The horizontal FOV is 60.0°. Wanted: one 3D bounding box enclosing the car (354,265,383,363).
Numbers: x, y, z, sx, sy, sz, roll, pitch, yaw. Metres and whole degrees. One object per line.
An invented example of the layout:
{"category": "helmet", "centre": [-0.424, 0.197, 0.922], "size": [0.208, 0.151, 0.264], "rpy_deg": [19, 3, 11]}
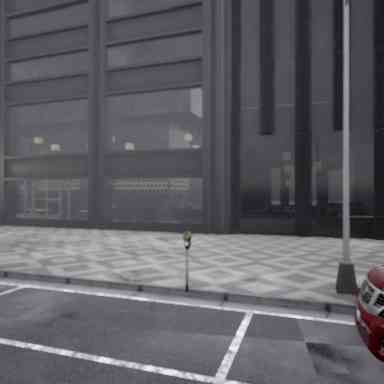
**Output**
{"category": "car", "centre": [4.654, 1.342, 3.757], "size": [5.009, 1.841, 2.192], "rpy_deg": [0, 0, 19]}
